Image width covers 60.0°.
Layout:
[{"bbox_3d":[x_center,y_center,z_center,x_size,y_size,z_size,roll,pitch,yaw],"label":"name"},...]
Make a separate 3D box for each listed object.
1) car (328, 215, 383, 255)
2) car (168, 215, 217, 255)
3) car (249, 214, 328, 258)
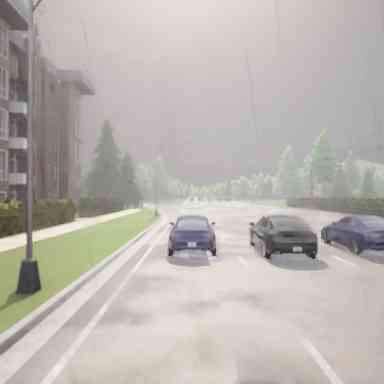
[{"bbox_3d":[7.027,1.684,13.871,1.812,1.442,4.674,0,0,1],"label":"car"},{"bbox_3d":[0.026,1.684,13.869,1.812,1.442,4.674,0,0,0],"label":"car"},{"bbox_3d":[3.522,1.662,13.476,1.837,1.490,4.892,0,0,0],"label":"car"}]
